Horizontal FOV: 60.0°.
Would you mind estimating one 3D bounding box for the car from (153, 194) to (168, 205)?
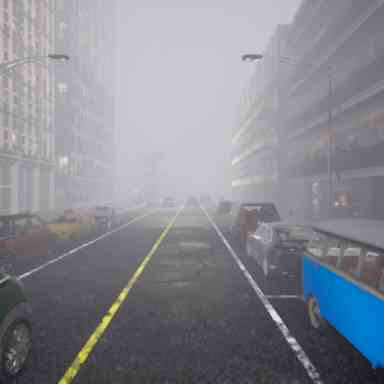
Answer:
[{"bbox_3d":[-5.675,1.295,59.759,2.192,1.841,5.009,0,0,0],"label":"car"}]

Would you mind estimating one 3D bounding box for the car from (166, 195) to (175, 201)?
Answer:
[{"bbox_3d":[-5.668,1.549,87.209,1.947,1.339,4.313,0,0,0],"label":"car"}]

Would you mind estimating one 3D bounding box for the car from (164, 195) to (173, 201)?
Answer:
[{"bbox_3d":[-5.669,1.548,81.963,1.947,1.339,4.313,0,0,0],"label":"car"}]

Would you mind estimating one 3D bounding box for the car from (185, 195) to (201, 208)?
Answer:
[{"bbox_3d":[0.057,1.507,48.191,1.812,1.442,4.674,0,0,1],"label":"car"}]

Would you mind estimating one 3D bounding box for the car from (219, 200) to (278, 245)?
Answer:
[{"bbox_3d":[2.693,1.307,15.350,2.192,1.841,5.009,0,0,0],"label":"car"}]

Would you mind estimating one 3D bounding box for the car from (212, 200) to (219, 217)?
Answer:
[{"bbox_3d":[3.009,1.492,30.515,1.837,1.490,4.892,0,0,0],"label":"car"}]

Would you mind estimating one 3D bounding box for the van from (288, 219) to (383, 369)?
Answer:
[{"bbox_3d":[2.690,1.339,4.248,1.690,1.788,3.998,0,0,0],"label":"van"}]

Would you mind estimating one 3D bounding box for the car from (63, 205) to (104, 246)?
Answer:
[{"bbox_3d":[-5.688,1.517,15.181,1.752,1.417,4.829,0,0,0],"label":"car"}]

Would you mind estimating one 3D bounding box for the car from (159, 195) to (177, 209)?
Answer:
[{"bbox_3d":[-3.073,1.486,45.497,1.837,1.490,4.892,0,0,0],"label":"car"}]

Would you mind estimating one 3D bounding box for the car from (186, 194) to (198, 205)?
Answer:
[{"bbox_3d":[0.018,1.333,60.445,2.097,1.767,4.553,0,0,0],"label":"car"}]

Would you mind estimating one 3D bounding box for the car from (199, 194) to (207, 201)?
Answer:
[{"bbox_3d":[2.711,1.422,81.962,1.967,1.590,4.097,0,0,0],"label":"car"}]

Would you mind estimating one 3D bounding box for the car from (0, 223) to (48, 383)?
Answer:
[{"bbox_3d":[-3.100,1.350,2.363,2.097,1.767,4.553,0,0,0],"label":"car"}]

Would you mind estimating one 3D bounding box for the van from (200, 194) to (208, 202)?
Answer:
[{"bbox_3d":[2.709,1.323,76.411,1.690,1.788,3.998,0,0,0],"label":"van"}]

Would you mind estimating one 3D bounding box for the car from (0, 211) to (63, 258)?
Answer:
[{"bbox_3d":[-5.689,1.434,9.800,1.967,1.590,4.097,0,0,0],"label":"car"}]

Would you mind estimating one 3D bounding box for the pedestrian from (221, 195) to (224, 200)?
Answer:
[{"bbox_3d":[3.010,1.279,33.459,0.375,1.860,0.375,0,0,-1],"label":"pedestrian"}]

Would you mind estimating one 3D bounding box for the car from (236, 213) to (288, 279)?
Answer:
[{"bbox_3d":[2.692,1.545,9.799,2.008,1.369,4.403,0,0,0],"label":"car"}]

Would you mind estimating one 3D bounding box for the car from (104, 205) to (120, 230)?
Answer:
[{"bbox_3d":[-5.686,1.540,20.903,2.008,1.369,4.403,0,0,0],"label":"car"}]

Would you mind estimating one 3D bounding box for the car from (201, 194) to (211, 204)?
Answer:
[{"bbox_3d":[2.706,1.296,65.309,2.192,1.841,5.009,0,0,0],"label":"car"}]

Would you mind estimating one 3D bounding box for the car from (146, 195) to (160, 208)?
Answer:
[{"bbox_3d":[-5.678,1.563,48.657,1.802,1.307,4.206,0,0,0],"label":"car"}]
